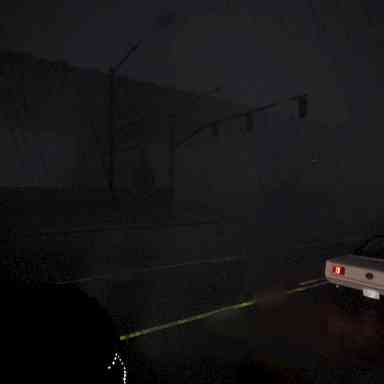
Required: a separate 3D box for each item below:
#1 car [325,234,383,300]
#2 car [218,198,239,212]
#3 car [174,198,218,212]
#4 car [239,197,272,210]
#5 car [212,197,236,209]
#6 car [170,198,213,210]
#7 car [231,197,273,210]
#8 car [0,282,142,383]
[{"bbox_3d":[5.142,1.601,7.447,4.718,1.301,1.895,0,0,-35],"label":"car"},{"bbox_3d":[3.803,1.453,39.079,2.038,1.542,4.974,0,0,18],"label":"car"},{"bbox_3d":[0.060,1.453,36.392,4.974,1.542,2.038,0,0,8],"label":"car"},{"bbox_3d":[7.661,1.295,42.834,4.536,1.218,1.853,0,0,-7],"label":"car"},{"bbox_3d":[3.819,1.295,39.129,1.853,1.218,4.536,0,0,18],"label":"car"},{"bbox_3d":[0.008,1.295,36.399,4.536,1.218,1.853,0,0,8],"label":"car"},{"bbox_3d":[7.712,1.453,42.840,4.974,1.542,2.038,0,0,-7],"label":"car"},{"bbox_3d":[-3.003,1.221,1.607,5.566,2.045,2.150,0,0,-35],"label":"car"}]
